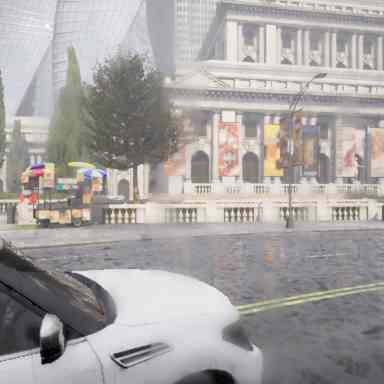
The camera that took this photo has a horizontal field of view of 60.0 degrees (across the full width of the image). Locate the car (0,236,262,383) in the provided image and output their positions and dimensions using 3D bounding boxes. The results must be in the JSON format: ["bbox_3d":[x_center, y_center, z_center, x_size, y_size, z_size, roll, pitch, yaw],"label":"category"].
[{"bbox_3d":[-2.041,1.223,2.184,5.566,2.045,2.150,0,0,-35],"label":"car"}]
